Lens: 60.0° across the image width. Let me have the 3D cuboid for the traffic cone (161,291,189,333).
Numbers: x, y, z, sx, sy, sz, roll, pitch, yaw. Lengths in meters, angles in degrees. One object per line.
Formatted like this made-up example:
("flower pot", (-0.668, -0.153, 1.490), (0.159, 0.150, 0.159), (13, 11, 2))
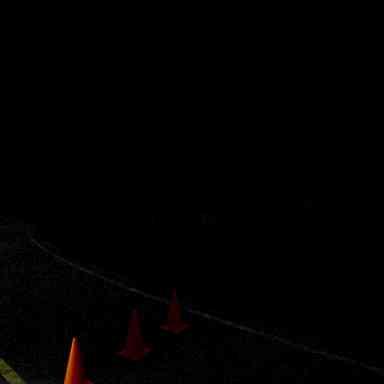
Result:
("traffic cone", (-0.281, 1.931, 5.464), (0.340, 0.580, 0.340), (1, 1, 31))

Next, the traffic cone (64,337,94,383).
("traffic cone", (-1.318, 1.945, 3.762), (0.340, 0.580, 0.340), (1, 1, 31))

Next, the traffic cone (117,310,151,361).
("traffic cone", (-0.800, 1.938, 4.613), (0.340, 0.580, 0.340), (1, 1, 31))
